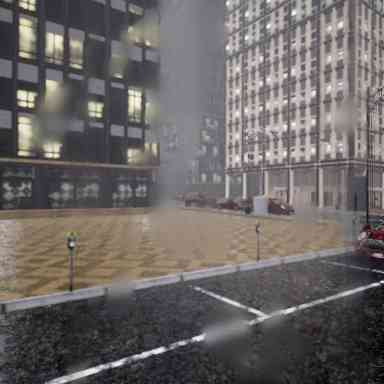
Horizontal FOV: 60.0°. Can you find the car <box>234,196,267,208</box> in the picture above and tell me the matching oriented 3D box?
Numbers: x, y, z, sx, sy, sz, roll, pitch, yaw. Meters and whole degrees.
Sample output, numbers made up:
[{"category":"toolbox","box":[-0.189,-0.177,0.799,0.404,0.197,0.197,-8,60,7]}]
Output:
[{"category":"car","box":[7.842,1.320,44.900,1.802,1.307,4.206,2,0,-36]}]

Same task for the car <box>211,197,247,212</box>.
[{"category":"car","box":[4.309,1.354,35.439,1.802,1.307,4.206,2,0,-36]}]

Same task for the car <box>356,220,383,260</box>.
[{"category":"car","box":[7.736,1.578,12.073,4.097,1.590,1.967,1,-1,-35]}]

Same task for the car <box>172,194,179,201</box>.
[{"category":"car","box":[-1.895,0.982,58.504,1.947,1.339,4.313,2,0,-36]}]

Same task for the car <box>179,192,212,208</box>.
[{"category":"car","box":[1.074,0.979,39.972,2.192,1.841,5.009,2,0,-36]}]

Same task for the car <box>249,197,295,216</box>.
[{"category":"car","box":[7.559,1.319,30.906,1.967,1.590,4.097,2,0,-36]}]

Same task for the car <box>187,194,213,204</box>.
[{"category":"car","box":[1.253,1.045,54.108,1.752,1.417,4.829,2,0,-36]}]
